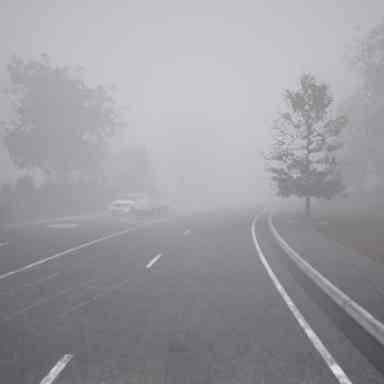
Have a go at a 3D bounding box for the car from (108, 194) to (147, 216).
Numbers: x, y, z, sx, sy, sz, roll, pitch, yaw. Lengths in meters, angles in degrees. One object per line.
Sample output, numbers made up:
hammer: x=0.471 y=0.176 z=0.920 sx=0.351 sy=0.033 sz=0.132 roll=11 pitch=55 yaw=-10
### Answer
car: x=-5.982 y=1.177 z=32.436 sx=2.150 sy=2.045 sz=5.566 roll=-1 pitch=0 yaw=16

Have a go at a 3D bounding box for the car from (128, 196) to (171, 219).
car: x=-3.333 y=1.403 z=28.748 sx=1.882 sy=1.535 sz=5.008 roll=-1 pitch=0 yaw=15
